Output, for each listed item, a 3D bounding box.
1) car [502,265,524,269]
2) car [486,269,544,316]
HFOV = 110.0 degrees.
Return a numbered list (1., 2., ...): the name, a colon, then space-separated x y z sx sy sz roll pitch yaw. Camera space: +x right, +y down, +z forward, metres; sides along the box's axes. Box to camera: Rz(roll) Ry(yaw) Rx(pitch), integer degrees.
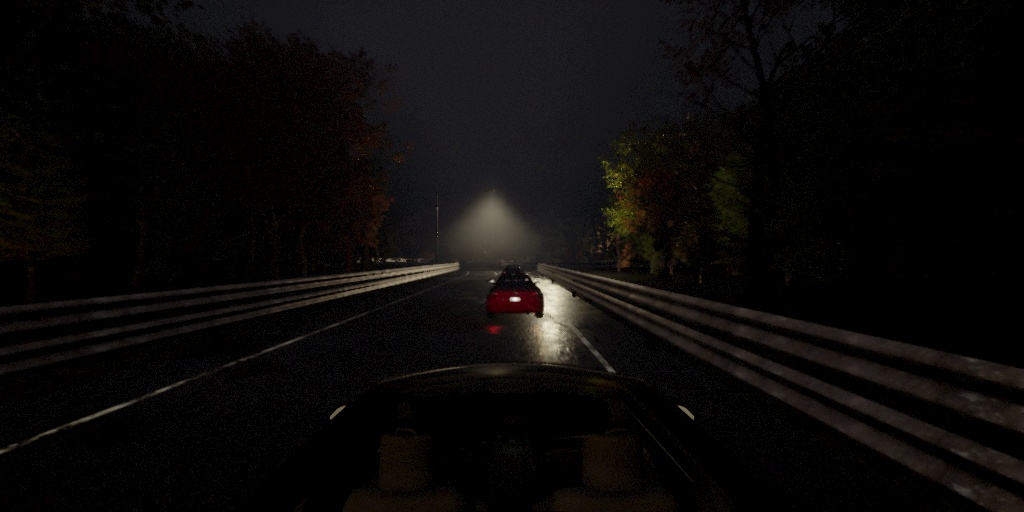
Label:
1. car: 0.111 1.468 30.949 1.994 1.385 4.181 0 -1 0
2. car: 0.103 1.377 13.629 1.994 1.385 4.181 0 0 0
